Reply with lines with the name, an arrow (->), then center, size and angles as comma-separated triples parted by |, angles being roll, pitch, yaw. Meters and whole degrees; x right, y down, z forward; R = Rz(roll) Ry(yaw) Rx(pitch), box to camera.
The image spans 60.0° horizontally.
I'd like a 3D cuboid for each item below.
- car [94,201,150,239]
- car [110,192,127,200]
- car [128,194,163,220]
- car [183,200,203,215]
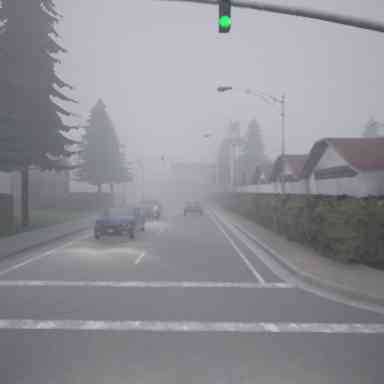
car -> -3.589, 1.439, 17.225 | 1.882, 1.535, 5.008 | 0, 0, 0
car -> -16.774, 0.896, 71.820 | 3.866, 1.878, 1.905 | 0, 0, -1
car -> -3.584, 1.285, 27.379 | 2.097, 1.767, 4.553 | 0, 0, 0
car -> 0.103, 1.464, 32.505 | 2.033, 1.411, 5.357 | 0, 0, 0
